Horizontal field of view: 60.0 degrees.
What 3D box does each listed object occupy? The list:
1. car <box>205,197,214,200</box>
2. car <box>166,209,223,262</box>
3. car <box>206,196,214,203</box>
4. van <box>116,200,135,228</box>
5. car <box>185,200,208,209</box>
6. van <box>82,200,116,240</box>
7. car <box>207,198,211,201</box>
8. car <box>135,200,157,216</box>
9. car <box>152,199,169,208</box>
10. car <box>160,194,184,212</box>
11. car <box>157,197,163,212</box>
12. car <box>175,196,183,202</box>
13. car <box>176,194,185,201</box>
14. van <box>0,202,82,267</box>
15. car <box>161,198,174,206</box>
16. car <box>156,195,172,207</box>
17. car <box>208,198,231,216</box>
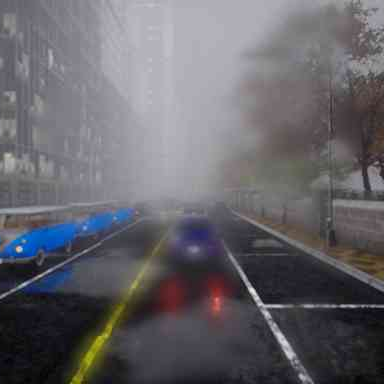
[{"bbox_3d":[3.133,1.713,45.140,1.947,1.339,4.313,0,0,1],"label":"car"},{"bbox_3d":[0.103,1.564,12.159,1.812,1.442,4.674,0,0,1],"label":"car"},{"bbox_3d":[4.088,1.762,77.278,1.837,1.490,4.892,0,0,2],"label":"car"},{"bbox_3d":[-5.230,1.412,22.438,1.690,1.788,3.998,0,0,0],"label":"van"},{"bbox_3d":[0.297,1.704,32.031,1.895,1.301,4.718,0,0,1],"label":"car"},{"bbox_3d":[-5.272,1.394,16.810,1.690,1.788,3.998,0,0,0],"label":"van"},{"bbox_3d":[3.026,1.694,39.490,1.947,1.339,4.313,0,0,1],"label":"car"},{"bbox_3d":[-5.093,1.674,33.692,1.947,1.339,4.313,0,0,1],"label":"car"},{"bbox_3d":[-4.775,1.716,50.581,2.008,1.369,4.403,0,0,1],"label":"car"},{"bbox_3d":[-2.502,1.483,40.423,2.097,1.767,4.553,0,0,1],"label":"car"},{"bbox_3d":[-5.003,1.678,39.328,2.008,1.369,4.403,0,0,1],"label":"car"},{"bbox_3d":[-3.483,1.845,89.963,1.887,1.381,4.507,0,0,2],"label":"car"},{"bbox_3d":[-3.239,1.635,95.584,2.192,1.841,5.009,0,0,3],"label":"car"},{"bbox_3d":[-5.302,1.376,11.174,1.690,1.788,3.998,0,0,0],"label":"van"},{"bbox_3d":[-4.482,1.754,61.843,2.008,1.369,4.403,0,0,1],"label":"car"},{"bbox_3d":[-4.635,1.499,56.210,2.192,1.841,5.009,0,0,1],"label":"car"},{"bbox_3d":[2.936,1.654,33.845,1.887,1.381,4.507,0,0,1],"label":"car"}]
